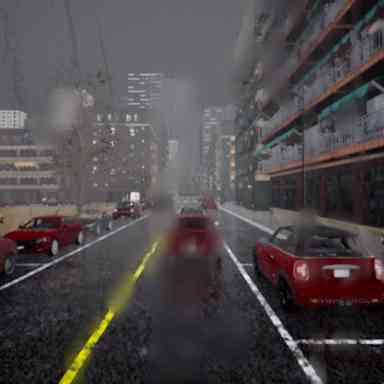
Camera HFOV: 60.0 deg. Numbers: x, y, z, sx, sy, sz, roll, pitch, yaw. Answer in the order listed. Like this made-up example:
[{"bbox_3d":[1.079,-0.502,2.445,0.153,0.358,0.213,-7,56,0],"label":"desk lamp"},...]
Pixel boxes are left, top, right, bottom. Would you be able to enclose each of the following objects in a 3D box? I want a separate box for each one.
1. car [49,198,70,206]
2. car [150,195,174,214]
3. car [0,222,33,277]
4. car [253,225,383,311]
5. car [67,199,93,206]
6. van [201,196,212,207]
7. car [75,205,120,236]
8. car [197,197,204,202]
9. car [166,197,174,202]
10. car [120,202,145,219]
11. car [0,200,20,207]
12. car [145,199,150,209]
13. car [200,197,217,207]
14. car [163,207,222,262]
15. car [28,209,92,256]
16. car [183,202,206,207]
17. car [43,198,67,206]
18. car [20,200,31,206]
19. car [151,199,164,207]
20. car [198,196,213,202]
[{"bbox_3d":[-30.515,2.245,76.836,4.097,1.590,1.967,-1,1,-1],"label":"car"},{"bbox_3d":[-3.221,1.421,38.753,2.150,2.045,5.566,0,0,0],"label":"car"},{"bbox_3d":[-5.719,1.622,7.835,1.802,1.307,4.206,0,0,0],"label":"car"},{"bbox_3d":[2.661,1.480,7.862,1.967,1.590,4.097,0,0,0],"label":"car"},{"bbox_3d":[-22.619,2.258,68.281,4.403,1.369,2.008,-1,1,-1],"label":"car"},{"bbox_3d":[2.501,1.648,57.609,1.690,1.788,3.998,0,0,0],"label":"van"},{"bbox_3d":[-5.754,1.647,18.890,2.008,1.369,4.403,0,0,0],"label":"car"},{"bbox_3d":[2.381,2.099,95.525,1.947,1.339,4.313,0,0,0],"label":"car"},{"bbox_3d":[-5.982,2.065,89.987,1.947,1.339,4.313,0,0,0],"label":"car"},{"bbox_3d":[-5.790,1.594,29.945,1.967,1.590,4.097,0,0,0],"label":"car"},{"bbox_3d":[-38.617,2.485,68.159,4.507,1.381,1.887,-1,1,-1],"label":"car"},{"bbox_3d":[-5.844,1.685,46.527,1.967,1.590,4.097,0,0,0],"label":"car"},{"bbox_3d":[2.538,1.789,46.553,1.887,1.381,4.507,0,0,0],"label":"car"},{"bbox_3d":[0.021,1.540,12.371,1.882,1.535,5.008,0,0,0],"label":"car"},{"bbox_3d":[-5.737,1.613,13.362,1.887,1.381,4.507,0,0,0],"label":"car"},{"bbox_3d":[-0.024,1.745,28.226,1.895,1.301,4.718,0,0,0],"label":"car"},{"bbox_3d":[-28.188,2.339,68.222,4.403,1.369,2.008,-1,1,-1],"label":"car"},{"bbox_3d":[-39.416,2.517,76.694,4.206,1.307,1.802,-1,1,-1],"label":"car"},{"bbox_3d":[-5.878,1.889,57.582,1.802,1.307,4.206,0,0,0],"label":"car"},{"bbox_3d":[2.518,1.591,52.082,2.192,1.841,5.009,0,0,0],"label":"car"}]
